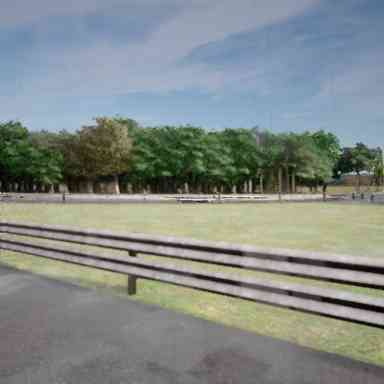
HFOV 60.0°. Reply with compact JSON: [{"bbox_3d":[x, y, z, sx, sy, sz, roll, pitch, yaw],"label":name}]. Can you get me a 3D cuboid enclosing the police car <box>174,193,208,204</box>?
[{"bbox_3d":[-0.095,0.954,49.560,4.974,1.542,2.038,0,0,-14],"label":"police car"}]
